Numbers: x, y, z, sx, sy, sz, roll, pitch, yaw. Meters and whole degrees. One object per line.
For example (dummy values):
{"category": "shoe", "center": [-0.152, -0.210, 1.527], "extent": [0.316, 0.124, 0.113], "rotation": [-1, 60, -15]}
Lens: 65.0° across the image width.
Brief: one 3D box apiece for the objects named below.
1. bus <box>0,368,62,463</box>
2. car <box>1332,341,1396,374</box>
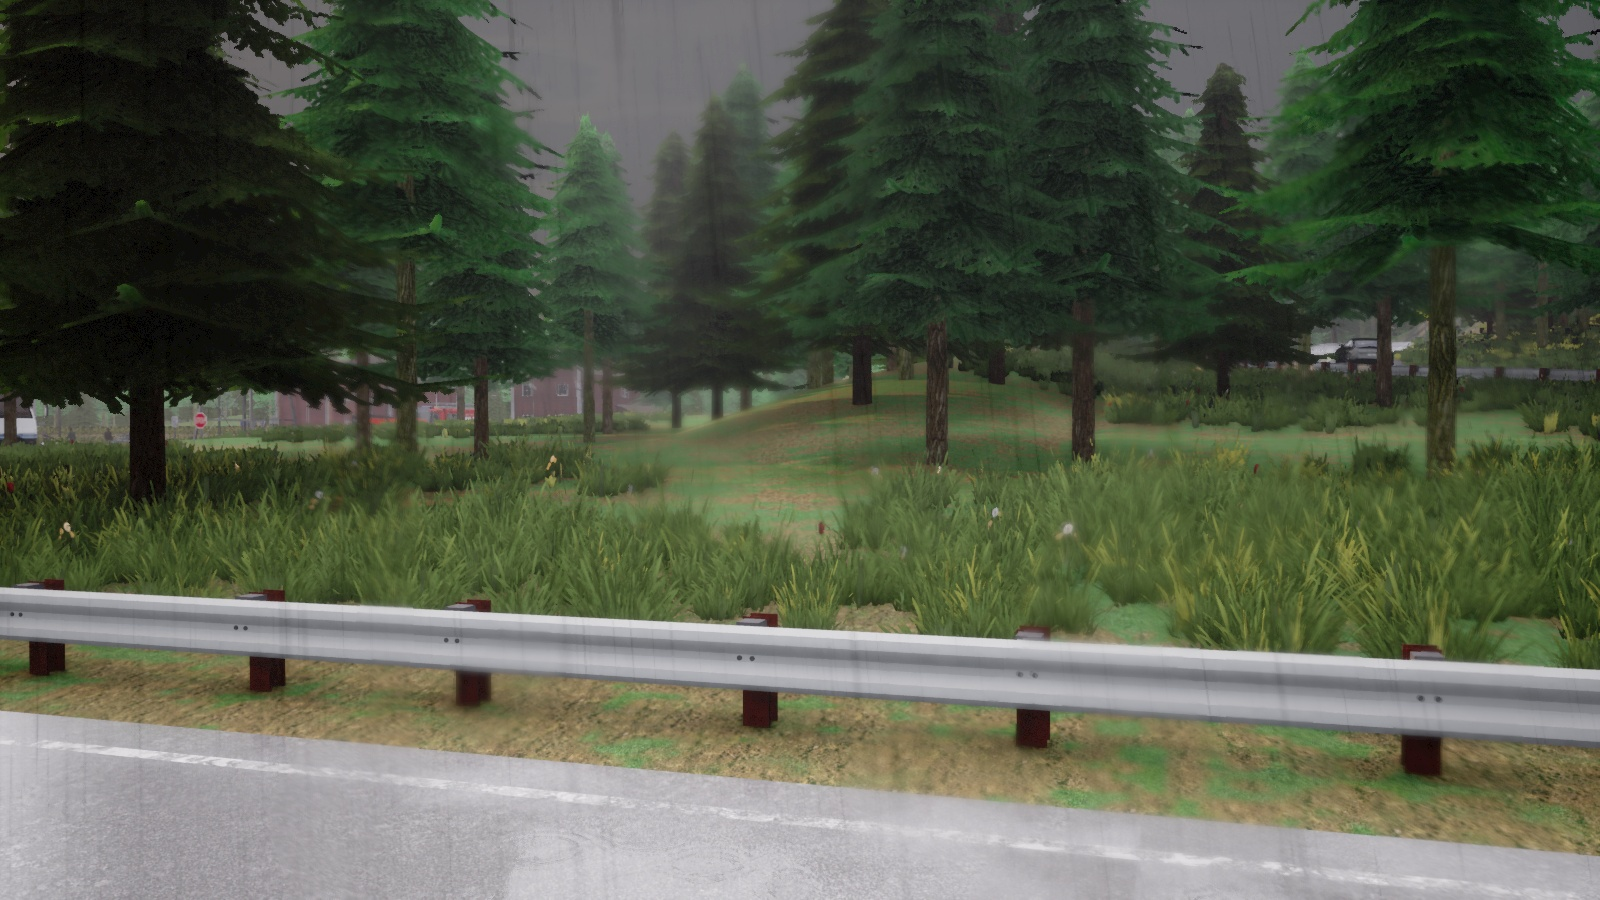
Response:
{"category": "bus", "center": [-38.263, -1.547, 54.959], "extent": [3.944, 4.253, 10.273], "rotation": [1, 1, 17]}
{"category": "car", "center": [25.984, -4.296, 57.951], "extent": [1.994, 1.385, 4.181], "rotation": [0, 6, 14]}
